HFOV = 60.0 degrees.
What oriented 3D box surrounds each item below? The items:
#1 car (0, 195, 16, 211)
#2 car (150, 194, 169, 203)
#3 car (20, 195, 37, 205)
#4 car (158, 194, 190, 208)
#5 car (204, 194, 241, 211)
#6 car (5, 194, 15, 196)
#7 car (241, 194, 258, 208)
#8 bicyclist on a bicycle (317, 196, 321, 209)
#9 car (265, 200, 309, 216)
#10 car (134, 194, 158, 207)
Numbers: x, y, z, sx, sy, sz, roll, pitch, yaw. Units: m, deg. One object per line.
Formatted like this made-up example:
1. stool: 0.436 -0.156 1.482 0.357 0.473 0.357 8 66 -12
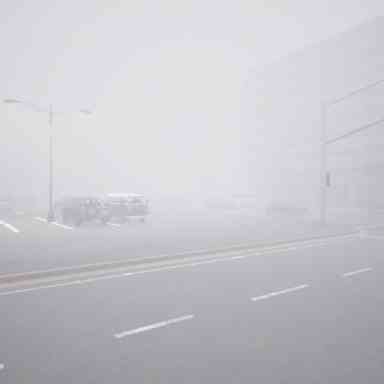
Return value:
1. car: -21.753 1.451 37.932 1.970 1.475 3.806 0 0 -35
2. car: -6.785 1.407 69.177 2.097 1.767 4.553 0 0 -35
3. car: -27.224 1.209 55.386 1.932 1.855 4.605 0 0 -35
4. car: -2.495 1.277 50.746 2.150 2.045 5.566 0 0 -36
5. car: 3.599 1.407 42.168 2.097 1.767 4.553 0 0 -35
6. car: -29.620 1.212 53.761 1.905 1.878 3.866 0 0 -35
7. car: 7.268 1.277 49.416 2.150 2.045 5.566 0 0 -35
8. bicyclist on a bicycle: 16.570 1.356 42.879 1.656 1.620 0.582 0 0 -35
9. car: 9.565 1.581 33.813 1.812 1.442 4.674 0 0 -35
10. car: -8.871 1.547 66.054 2.128 1.511 4.902 0 0 -35
